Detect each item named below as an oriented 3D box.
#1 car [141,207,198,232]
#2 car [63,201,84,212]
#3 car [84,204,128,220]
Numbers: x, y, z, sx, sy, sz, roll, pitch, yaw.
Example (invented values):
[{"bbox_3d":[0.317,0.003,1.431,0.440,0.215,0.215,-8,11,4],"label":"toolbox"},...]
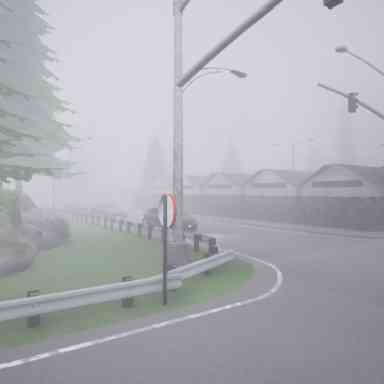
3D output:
[{"bbox_3d":[-1.512,1.696,20.984,1.837,1.490,4.892,0,0,-35],"label":"car"},{"bbox_3d":[-13.427,1.737,38.166,2.033,1.411,5.357,0,0,-32],"label":"car"},{"bbox_3d":[-7.587,1.739,29.709,2.033,1.411,5.357,0,0,-34],"label":"car"}]
